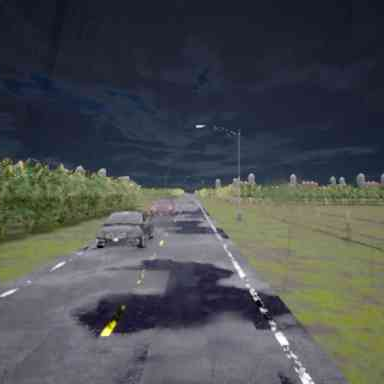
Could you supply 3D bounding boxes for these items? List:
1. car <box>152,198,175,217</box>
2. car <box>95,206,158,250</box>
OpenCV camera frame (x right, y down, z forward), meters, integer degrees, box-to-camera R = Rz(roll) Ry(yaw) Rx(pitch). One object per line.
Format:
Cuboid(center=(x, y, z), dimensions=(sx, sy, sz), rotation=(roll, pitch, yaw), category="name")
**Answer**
Cuboid(center=(-2.739, 1.432, 32.018), dimensions=(2.097, 1.767, 4.553), rotation=(0, 0, 0), category="car")
Cuboid(center=(-2.798, 1.549, 14.705), dimensions=(1.837, 1.490, 4.892), rotation=(0, -1, 0), category="car")
